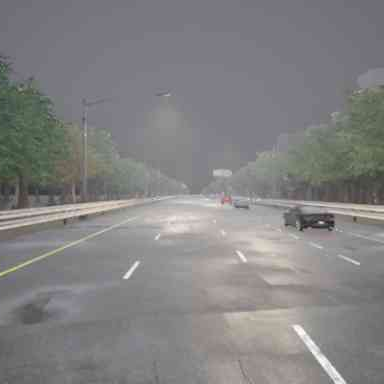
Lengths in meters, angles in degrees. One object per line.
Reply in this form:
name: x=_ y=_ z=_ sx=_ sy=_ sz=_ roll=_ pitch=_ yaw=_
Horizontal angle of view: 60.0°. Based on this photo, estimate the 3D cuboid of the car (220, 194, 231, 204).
car: x=7.275 y=1.546 z=71.562 sx=2.150 sy=2.045 sz=5.566 roll=0 pitch=0 yaw=0

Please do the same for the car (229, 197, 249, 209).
car: x=7.128 y=1.765 z=49.026 sx=1.994 sy=1.385 sz=4.181 roll=0 pitch=0 yaw=0

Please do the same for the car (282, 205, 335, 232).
car: x=7.021 y=1.554 z=20.523 sx=1.882 sy=1.535 sz=5.008 roll=0 pitch=-1 yaw=0
